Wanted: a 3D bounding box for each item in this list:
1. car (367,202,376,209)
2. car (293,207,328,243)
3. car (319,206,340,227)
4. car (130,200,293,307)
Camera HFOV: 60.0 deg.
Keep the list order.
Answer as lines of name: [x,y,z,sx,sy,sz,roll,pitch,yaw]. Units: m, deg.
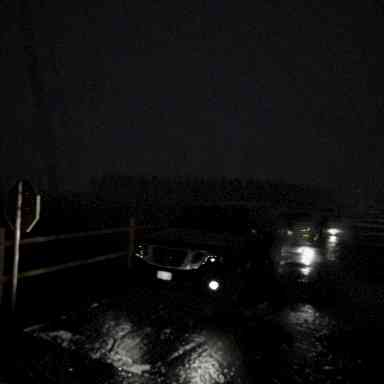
car: [45.046,3.392,83.717,1.882,1.535,5.008,2,0,29]
car: [5.785,1.731,17.758,1.837,1.490,4.892,2,0,29]
car: [10.972,1.910,27.229,1.882,1.535,5.008,2,0,29]
car: [0.814,1.255,8.631,2.150,2.045,5.566,2,0,29]
